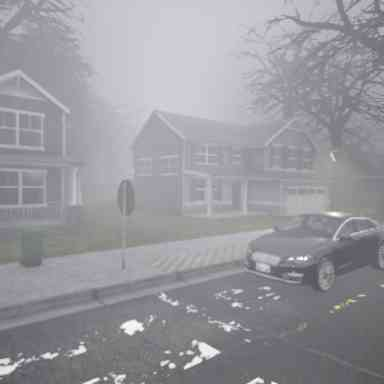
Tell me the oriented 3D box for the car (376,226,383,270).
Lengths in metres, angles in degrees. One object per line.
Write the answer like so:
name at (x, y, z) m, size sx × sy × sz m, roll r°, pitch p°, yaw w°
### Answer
car at (5.806, 1.397, 6.865) m, size 4.674 × 1.442 × 1.812 m, roll -1°, pitch 2°, yaw -39°

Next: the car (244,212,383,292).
car at (3.409, 1.306, 8.588) m, size 4.902 × 1.511 × 2.128 m, roll -1°, pitch 2°, yaw -39°
